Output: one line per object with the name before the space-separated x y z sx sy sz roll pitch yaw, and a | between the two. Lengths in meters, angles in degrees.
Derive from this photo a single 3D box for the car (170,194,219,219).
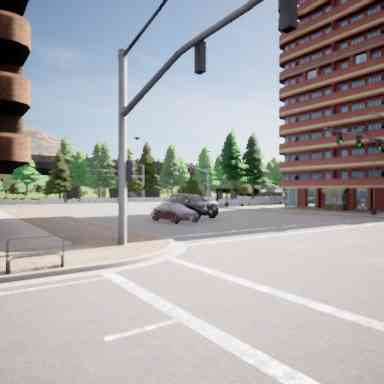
car | -0.038 1.224 28.968 2.150 2.045 5.566 0 1 -35

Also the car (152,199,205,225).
car | -1.350 1.531 24.729 1.812 1.442 4.674 0 0 -35
